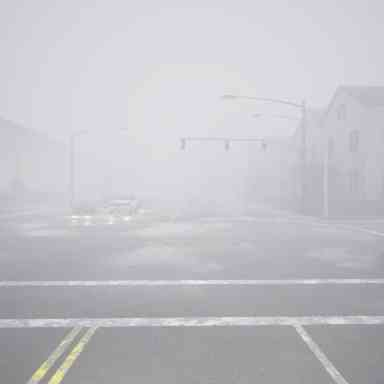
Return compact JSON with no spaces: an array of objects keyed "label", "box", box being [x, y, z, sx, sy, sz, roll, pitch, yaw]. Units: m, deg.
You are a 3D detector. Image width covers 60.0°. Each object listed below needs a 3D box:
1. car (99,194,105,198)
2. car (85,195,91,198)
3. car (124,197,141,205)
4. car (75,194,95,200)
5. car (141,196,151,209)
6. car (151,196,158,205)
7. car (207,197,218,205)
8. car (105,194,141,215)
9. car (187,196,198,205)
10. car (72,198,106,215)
[{"label":"car","box":[-10.557,1.222,42.945,2.150,2.045,5.566,0,0,0]},{"label":"car","box":[-28.095,1.452,84.419,2.038,1.542,4.974,0,0,-36]},{"label":"car","box":[-10.515,1.548,59.366,2.033,1.411,5.357,0,0,0]},{"label":"car","box":[-28.880,1.452,89.786,2.038,1.542,4.974,0,0,29]},{"label":"car","box":[-7.055,1.504,44.265,1.837,1.490,4.892,0,0,0]},{"label":"car","box":[-7.024,1.478,57.934,1.882,1.535,5.008,0,1,0]},{"label":"car","box":[3.558,1.599,58.695,1.895,1.301,4.718,0,0,0]},{"label":"car","box":[-7.066,1.221,34.714,2.150,2.045,5.566,0,0,0]},{"label":"car","box":[0.059,1.491,58.669,2.128,1.511,4.902,0,0,0]},{"label":"car","box":[-10.566,1.564,33.686,1.994,1.385,4.181,0,0,0]}]
